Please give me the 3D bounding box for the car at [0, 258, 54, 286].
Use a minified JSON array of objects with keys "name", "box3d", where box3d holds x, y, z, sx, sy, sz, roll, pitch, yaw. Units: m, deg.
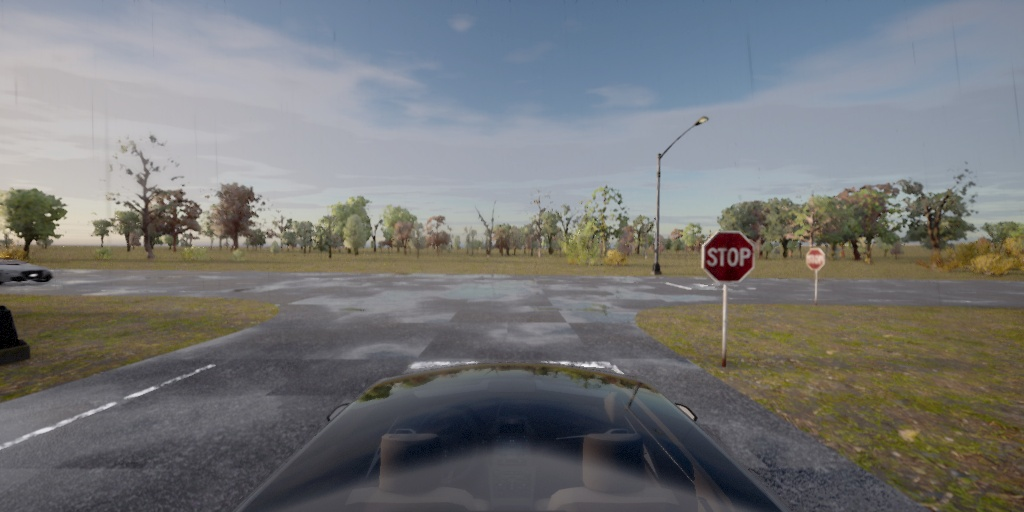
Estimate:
[{"name":"car","box3d":[-26.613,0.789,18.464,4.181,1.385,1.994,1,2,0]}]
